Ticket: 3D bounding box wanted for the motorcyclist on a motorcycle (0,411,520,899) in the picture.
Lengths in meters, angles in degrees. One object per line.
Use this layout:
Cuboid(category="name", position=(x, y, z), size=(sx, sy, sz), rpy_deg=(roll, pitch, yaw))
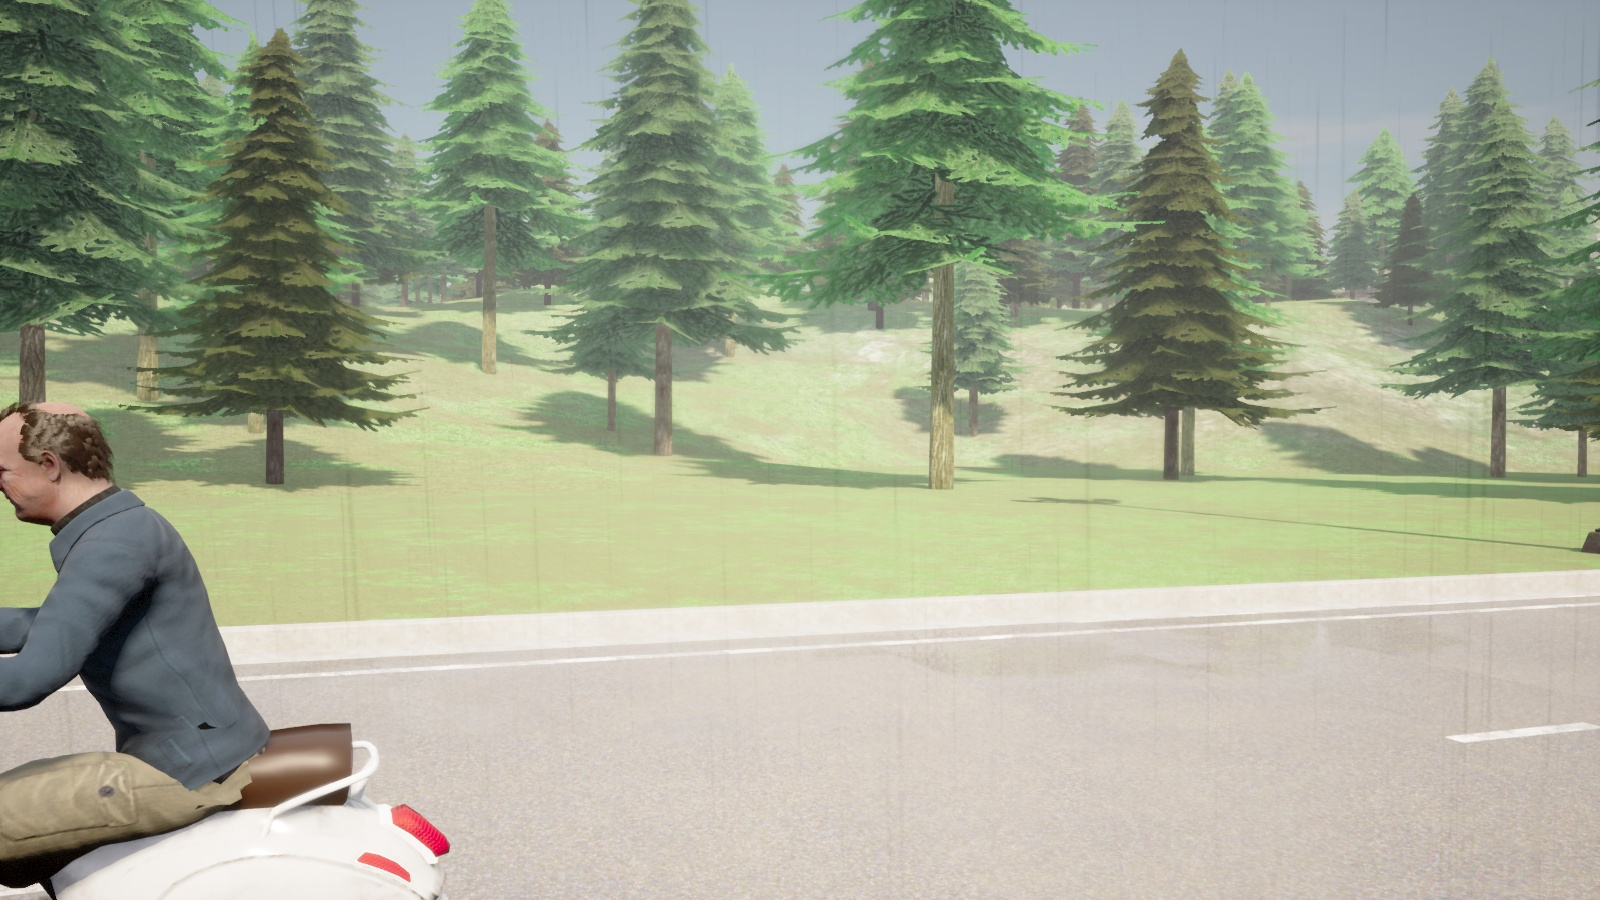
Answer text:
Cuboid(category="motorcyclist on a motorcycle", position=(-1.576, 0.726, 2.639), size=(1.817, 1.590, 0.866), rpy_deg=(-1, 1, -21))
